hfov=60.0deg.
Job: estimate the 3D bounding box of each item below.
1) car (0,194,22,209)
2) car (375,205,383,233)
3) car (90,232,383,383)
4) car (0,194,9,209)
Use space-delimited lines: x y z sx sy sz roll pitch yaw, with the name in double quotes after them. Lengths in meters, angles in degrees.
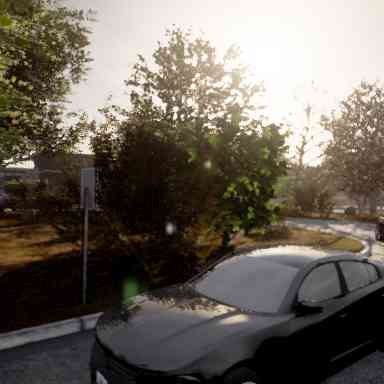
-27.136 1.307 49.341 2.435 2.045 5.566 0 0 -36 "car"
9.947 1.509 14.612 2.097 1.767 4.553 1 -1 8 "car"
1.186 1.508 4.550 5.008 1.535 1.882 1 0 -36 "car"
-21.205 1.297 38.537 2.435 2.045 5.566 1 0 -37 "car"
